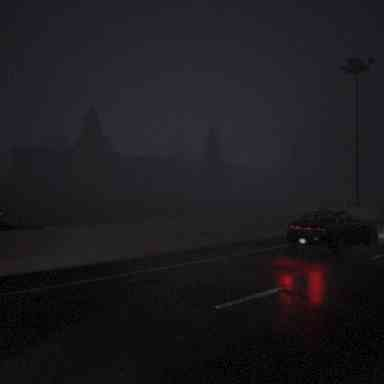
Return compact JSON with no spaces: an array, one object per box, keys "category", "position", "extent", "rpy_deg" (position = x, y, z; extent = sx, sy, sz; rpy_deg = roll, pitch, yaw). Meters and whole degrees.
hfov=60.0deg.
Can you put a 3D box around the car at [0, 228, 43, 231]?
[{"category":"car","position":[-7.835,1.582,11.385],"extent":[5.357,1.411,2.033],"rpy_deg":[0,0,-36]}]

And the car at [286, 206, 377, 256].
[{"category":"car","position":[5.698,1.501,13.298],"extent":[4.902,1.511,2.128],"rpy_deg":[0,0,-42]}]

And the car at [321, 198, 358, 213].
[{"category":"car","position":[17.105,1.516,38.367],"extent":[4.902,1.511,2.128],"rpy_deg":[0,0,-43]}]
